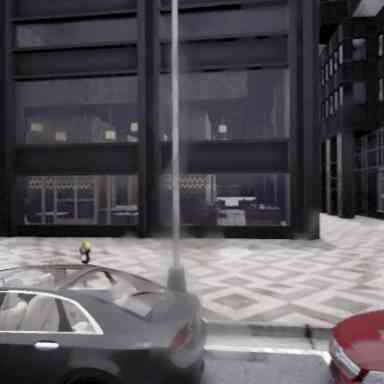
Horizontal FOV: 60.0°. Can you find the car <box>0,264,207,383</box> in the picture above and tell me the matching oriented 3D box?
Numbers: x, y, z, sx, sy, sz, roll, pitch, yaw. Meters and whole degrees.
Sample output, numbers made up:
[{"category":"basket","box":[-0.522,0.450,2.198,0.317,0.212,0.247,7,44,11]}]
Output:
[{"category":"car","box":[-2.042,1.575,3.861,4.403,1.369,2.008,0,0,7]}]

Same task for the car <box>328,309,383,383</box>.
[{"category":"car","box":[3.553,1.560,3.179,4.206,1.307,1.802,0,0,7]}]
